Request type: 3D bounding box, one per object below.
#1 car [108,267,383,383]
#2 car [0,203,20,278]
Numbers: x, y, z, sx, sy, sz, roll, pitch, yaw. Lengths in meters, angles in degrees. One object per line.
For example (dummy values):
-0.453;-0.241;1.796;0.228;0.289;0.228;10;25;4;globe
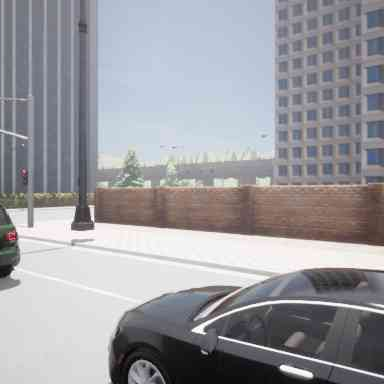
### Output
1.290;1.505;3.073;4.892;1.490;1.837;0;0;36;car
-6.786;1.221;8.819;5.566;2.045;2.150;0;0;35;car
